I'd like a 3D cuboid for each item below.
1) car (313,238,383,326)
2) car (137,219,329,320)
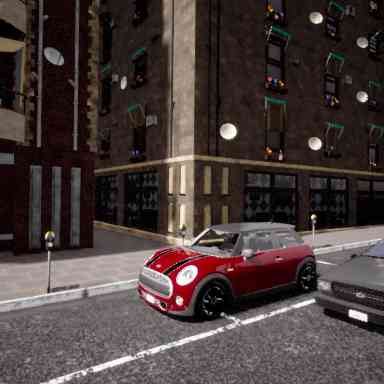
[{"bbox_3d":[4.772,1.550,6.767,5.357,1.411,2.033,0,0,-36],"label":"car"},{"bbox_3d":[0.854,1.442,7.300,4.097,1.590,1.967,0,1,-35],"label":"car"}]
